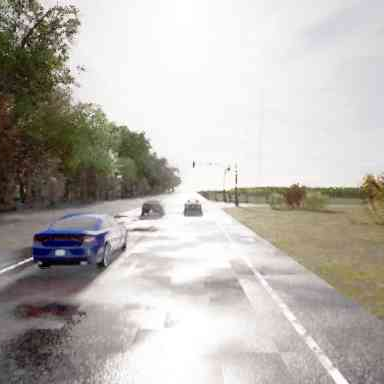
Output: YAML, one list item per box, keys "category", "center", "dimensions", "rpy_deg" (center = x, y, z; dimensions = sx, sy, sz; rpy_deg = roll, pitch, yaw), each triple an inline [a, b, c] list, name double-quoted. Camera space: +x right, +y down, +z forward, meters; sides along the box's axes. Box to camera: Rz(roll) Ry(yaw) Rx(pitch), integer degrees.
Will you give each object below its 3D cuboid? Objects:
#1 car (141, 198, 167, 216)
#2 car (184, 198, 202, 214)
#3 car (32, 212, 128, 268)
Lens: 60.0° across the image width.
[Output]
- category: "car"
  center: [-3.405, 1.325, 30.080]
  dimensions: [1.837, 1.490, 4.892]
  rpy_deg: [0, 0, 0]
- category: "car"
  center: [0.097, 1.349, 33.167]
  dimensions: [2.033, 1.411, 5.357]
  rpy_deg: [0, 0, 0]
- category: "car"
  center: [-3.402, 1.413, 11.062]
  dimensions: [1.882, 1.535, 5.008]
  rpy_deg: [0, 0, 0]
